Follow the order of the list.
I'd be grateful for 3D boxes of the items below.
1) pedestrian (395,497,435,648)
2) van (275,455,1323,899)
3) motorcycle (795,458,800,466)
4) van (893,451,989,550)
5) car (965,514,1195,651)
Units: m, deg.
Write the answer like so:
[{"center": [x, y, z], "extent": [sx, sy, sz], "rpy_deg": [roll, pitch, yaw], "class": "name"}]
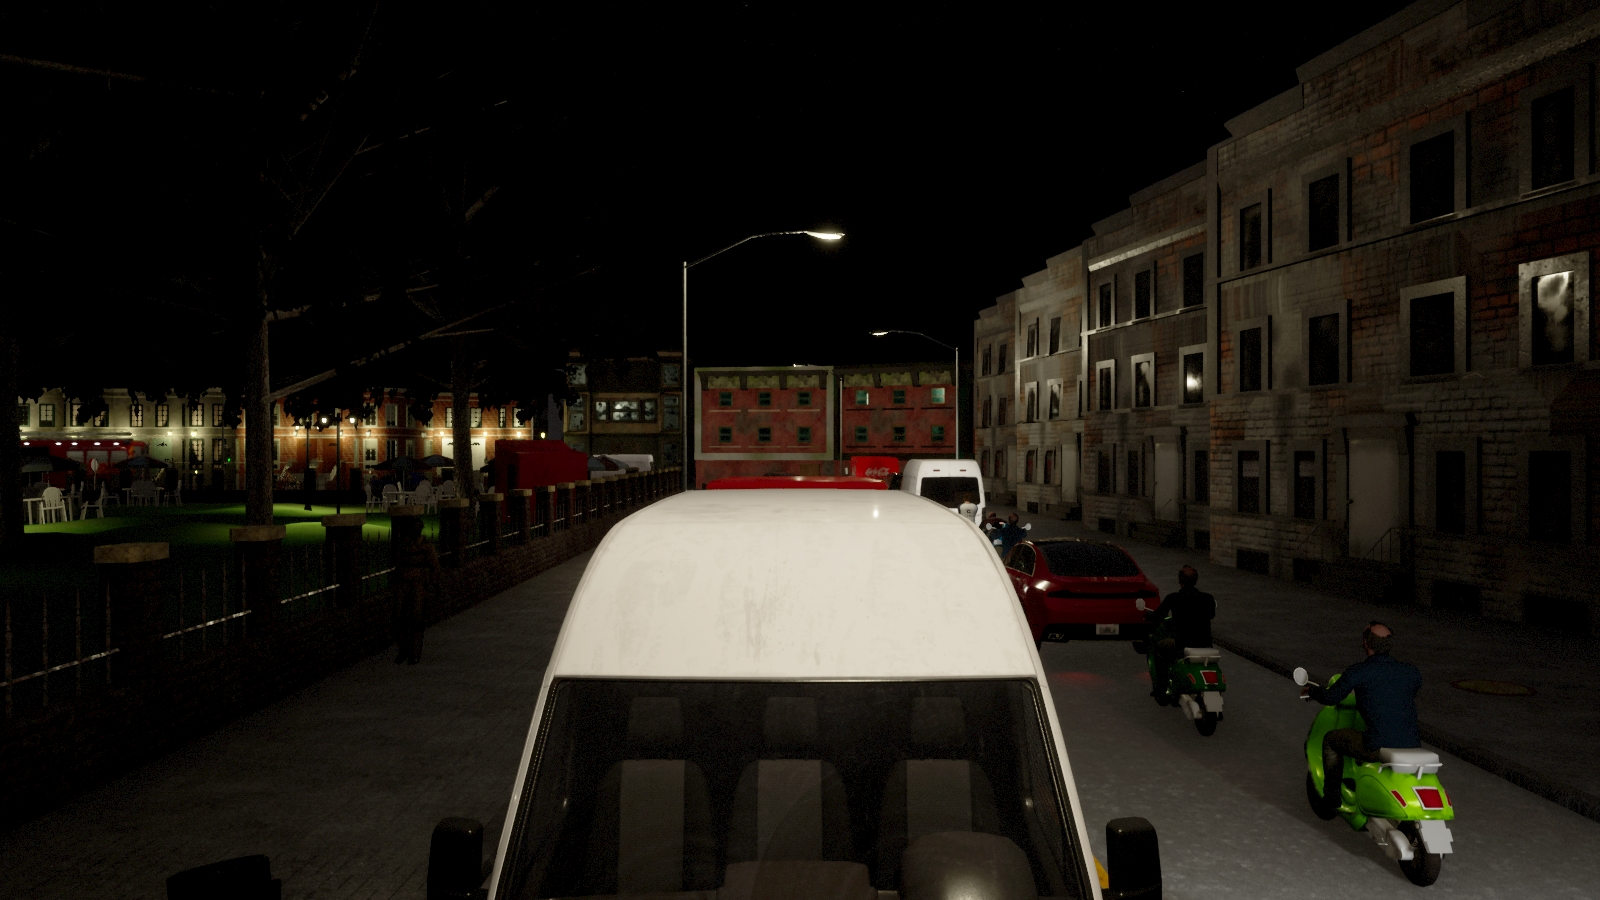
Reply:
[{"center": [-4.839, 1.525, 14.362], "extent": [0.375, 1.860, 0.375], "rpy_deg": [0, 0, -1], "class": "pedestrian"}, {"center": [-0.006, 1.314, 5.127], "extent": [1.988, 2.561, 5.915], "rpy_deg": [0, 0, 0], "class": "van"}, {"center": [-0.384, 1.962, 183.190], "extent": [0.856, 1.236, 1.805], "rpy_deg": [0, 0, 0], "class": "motorcycle"}, {"center": [3.906, 1.314, 32.634], "extent": [1.988, 2.561, 5.915], "rpy_deg": [0, 0, 0], "class": "van"}, {"center": [3.953, 1.841, 17.118], "extent": [2.231, 1.480, 4.892], "rpy_deg": [0, 0, 0], "class": "car"}]
